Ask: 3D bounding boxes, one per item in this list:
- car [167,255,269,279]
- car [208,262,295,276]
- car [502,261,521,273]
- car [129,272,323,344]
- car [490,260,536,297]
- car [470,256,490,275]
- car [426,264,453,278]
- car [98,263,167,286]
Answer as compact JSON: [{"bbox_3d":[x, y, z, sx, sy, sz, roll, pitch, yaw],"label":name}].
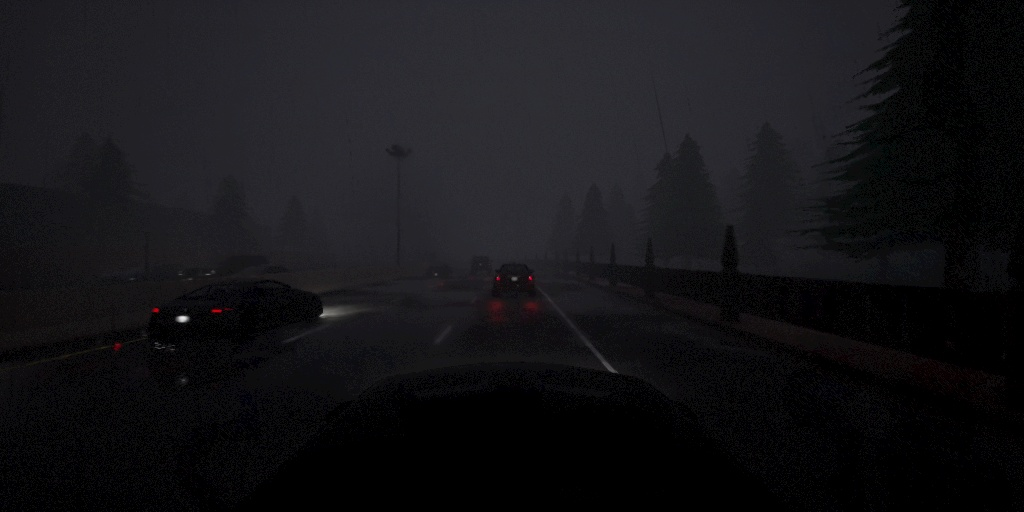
[{"bbox_3d":[-17.490,0.924,22.267,2.150,2.045,5.566,0,-1,0],"label":"car"},{"bbox_3d":[-14.018,1.237,20.121,1.812,1.442,4.674,0,0,1],"label":"car"},{"bbox_3d":[-0.081,1.374,45.402,2.033,1.411,5.357,0,0,-4],"label":"car"},{"bbox_3d":[-6.891,1.293,9.507,1.994,1.385,4.181,0,0,0],"label":"car"},{"bbox_3d":[0.119,1.133,19.431,2.097,1.767,4.553,0,0,0],"label":"car"},{"bbox_3d":[-3.477,1.022,41.209,2.150,2.045,5.566,1,0,-2],"label":"car"},{"bbox_3d":[-6.881,1.374,34.640,1.895,1.301,4.718,0,0,0],"label":"car"},{"bbox_3d":[-21.005,1.155,21.132,1.882,1.535,5.008,0,0,1],"label":"car"}]
